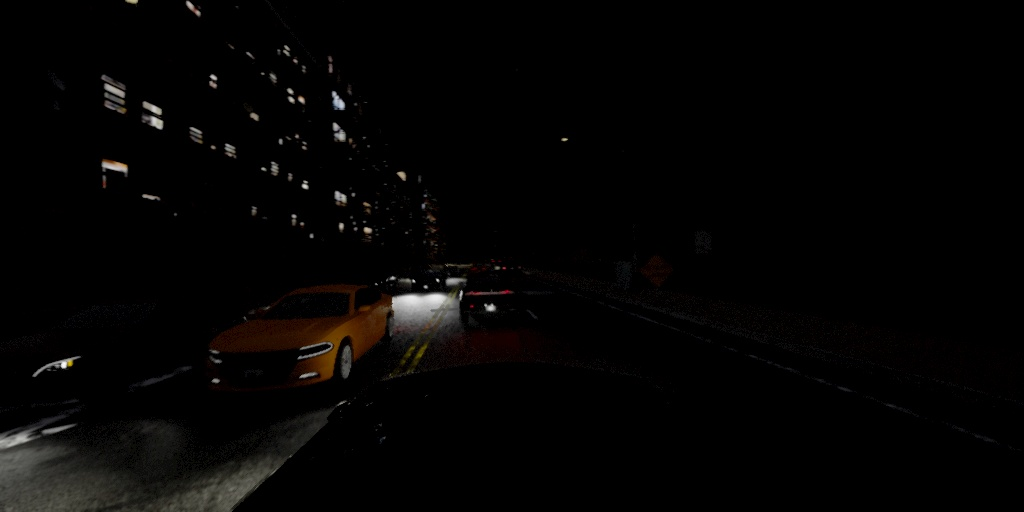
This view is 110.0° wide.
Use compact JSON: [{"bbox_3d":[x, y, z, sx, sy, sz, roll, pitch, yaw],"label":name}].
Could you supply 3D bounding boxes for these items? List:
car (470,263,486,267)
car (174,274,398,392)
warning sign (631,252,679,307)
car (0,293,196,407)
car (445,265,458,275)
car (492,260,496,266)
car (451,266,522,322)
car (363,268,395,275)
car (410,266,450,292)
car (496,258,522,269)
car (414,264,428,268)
[{"bbox_3d":[-3.606,1.489,39.373,1.882,1.535,5.008,-1,0,-5],"label":"car"},{"bbox_3d":[-3.798,1.350,7.393,1.882,1.535,5.008,-1,0,-6],"label":"car"},{"bbox_3d":[5.175,0.780,12.711,1.300,1.860,1.060,0,0,-6],"label":"warning sign"},{"bbox_3d":[-7.001,1.478,6.787,1.812,1.442,4.674,-1,0,-6],"label":"car"},{"bbox_3d":[-7.146,1.720,41.440,1.895,1.301,4.718,-1,0,-6],"label":"car"},{"bbox_3d":[-1.446,1.601,49.977,1.895,1.301,4.718,-1,0,-5],"label":"car"},{"bbox_3d":[-0.868,1.313,12.761,2.128,1.511,4.902,-1,0,-6],"label":"car"},{"bbox_3d":[-8.646,1.574,23.059,1.837,1.490,4.892,-1,0,-6],"label":"car"},{"bbox_3d":[-5.478,1.593,24.038,1.895,1.301,4.718,-1,0,-6],"label":"car"},{"bbox_3d":[-0.191,1.267,37.698,2.097,1.767,4.553,-1,0,-5],"label":"car"},{"bbox_3d":[-10.383,1.717,41.141,1.882,1.535,5.008,-1,0,-6],"label":"car"}]
